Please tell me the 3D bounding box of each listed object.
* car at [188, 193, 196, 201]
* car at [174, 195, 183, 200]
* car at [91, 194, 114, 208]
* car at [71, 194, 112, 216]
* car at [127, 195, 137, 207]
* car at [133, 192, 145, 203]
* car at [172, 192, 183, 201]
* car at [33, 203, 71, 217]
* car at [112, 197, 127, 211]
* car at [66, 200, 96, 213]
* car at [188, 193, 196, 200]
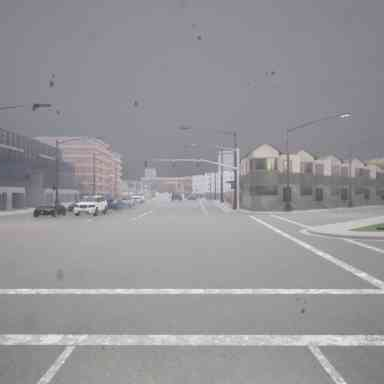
[{"bbox_3d":[-0.058,1.419,77.792,1.895,1.301,4.718,0,-1,0],"label":"car"},{"bbox_3d":[-3.566,1.477,87.771,2.128,1.511,4.902,0,-2,0],"label":"car"},{"bbox_3d":[-14.131,1.341,52.724,2.150,2.045,5.566,0,1,0],"label":"car"},{"bbox_3d":[-10.625,1.418,35.315,2.150,2.045,5.566,0,0,1],"label":"car"},{"bbox_3d":[-10.631,1.624,54.136,1.812,1.442,4.674,0,1,0],"label":"car"},{"bbox_3d":[-10.587,1.125,64.855,2.150,2.045,5.566,0,1,0],"label":"car"},{"bbox_3d":[-3.557,1.050,77.078,2.150,2.045,5.566,0,0,0],"label":"car"},{"bbox_3d":[-14.125,1.751,33.308,1.994,1.385,4.181,0,0,0],"label":"car"},{"bbox_3d":[-10.631,1.675,45.052,1.882,1.535,5.008,0,0,0],"label":"car"},{"bbox_3d":[-14.131,1.762,42.543,2.033,1.411,5.357,0,0,0],"label":"car"},{"bbox_3d":[-0.066,1.138,87.751,2.097,1.767,4.553,0,-2,0],"label":"car"}]
